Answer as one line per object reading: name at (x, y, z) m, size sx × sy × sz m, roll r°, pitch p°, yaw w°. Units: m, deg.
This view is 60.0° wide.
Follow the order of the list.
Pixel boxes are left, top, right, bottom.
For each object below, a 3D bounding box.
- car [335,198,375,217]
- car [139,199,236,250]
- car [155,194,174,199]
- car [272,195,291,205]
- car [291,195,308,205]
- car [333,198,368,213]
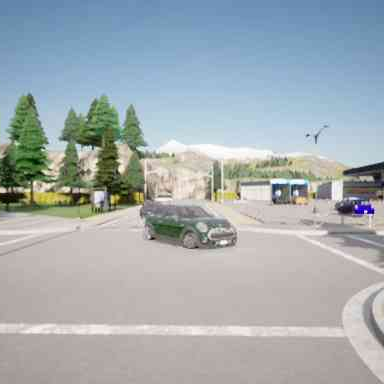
car at (13.949, 1.366, 28.525) m, size 1.845 × 1.501 × 3.633 m, roll 0°, pitch 0°, yaw 0°
car at (-0.219, 1.343, 14.494) m, size 2.097 × 1.767 × 4.553 m, roll 1°, pitch 0°, yaw -40°
car at (-3.601, 1.213, 44.321) m, size 2.150 × 2.045 × 5.566 m, roll 0°, pitch 0°, yaw 0°
car at (14.190, 1.325, 54.558) m, size 2.007 × 1.523 × 4.514 m, roll 0°, pitch 0°, yaw 0°
car at (17.328, 1.315, 54.581) m, size 2.152 × 1.636 × 5.027 m, roll 0°, pitch 0°, yaw 0°
car at (17.001, 1.374, 35.917) m, size 1.970 × 1.475 × 3.806 m, roll 0°, pitch 0°, yaw 0°
